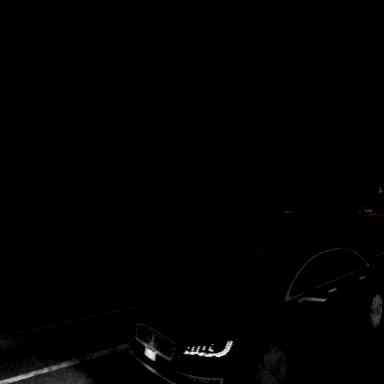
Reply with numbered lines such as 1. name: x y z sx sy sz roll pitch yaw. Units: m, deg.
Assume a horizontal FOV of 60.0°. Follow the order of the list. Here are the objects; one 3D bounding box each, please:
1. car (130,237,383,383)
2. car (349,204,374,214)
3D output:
1. car: 1.385 1.544 5.216 4.892 1.490 1.837 1 0 -41
2. car: 26.356 2.644 51.948 1.837 1.490 4.892 -4 -3 -2
